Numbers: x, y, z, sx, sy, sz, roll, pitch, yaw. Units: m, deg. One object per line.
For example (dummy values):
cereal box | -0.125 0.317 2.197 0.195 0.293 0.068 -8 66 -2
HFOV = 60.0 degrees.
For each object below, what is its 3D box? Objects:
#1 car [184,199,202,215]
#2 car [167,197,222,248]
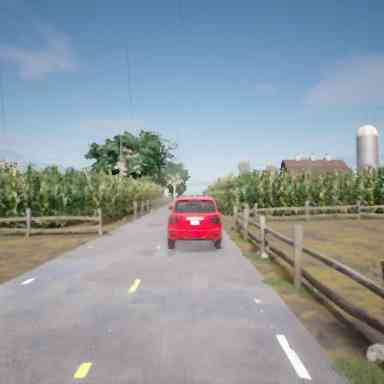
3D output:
car | 0.105 1.520 35.529 1.837 1.490 4.892 0 0 0
car | 0.104 1.227 14.988 2.150 2.045 5.566 0 0 0
